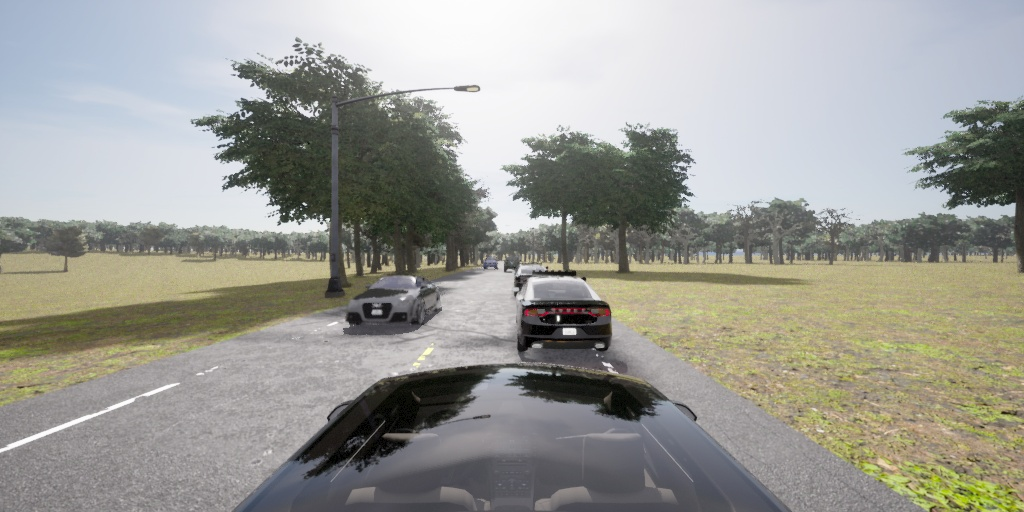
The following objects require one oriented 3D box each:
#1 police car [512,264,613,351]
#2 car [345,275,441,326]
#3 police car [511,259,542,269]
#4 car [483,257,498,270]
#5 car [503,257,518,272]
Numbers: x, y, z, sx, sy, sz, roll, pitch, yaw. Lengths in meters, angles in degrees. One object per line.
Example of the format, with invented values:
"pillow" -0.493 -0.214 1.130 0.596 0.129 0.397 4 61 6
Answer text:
"police car" 1.047 1.173 9.117 1.930 1.638 5.238 0 0 0
"car" -3.605 1.310 11.571 1.994 1.385 4.181 0 0 0
"police car" 1.043 1.171 19.119 1.930 1.638 5.238 0 0 0
"car" -3.523 1.195 59.142 2.150 2.045 5.566 0 0 0
"car" 0.014 1.102 48.479 2.150 2.045 5.566 0 -1 0
